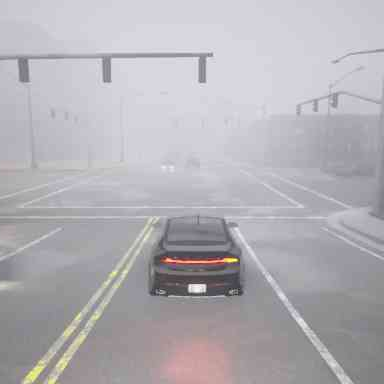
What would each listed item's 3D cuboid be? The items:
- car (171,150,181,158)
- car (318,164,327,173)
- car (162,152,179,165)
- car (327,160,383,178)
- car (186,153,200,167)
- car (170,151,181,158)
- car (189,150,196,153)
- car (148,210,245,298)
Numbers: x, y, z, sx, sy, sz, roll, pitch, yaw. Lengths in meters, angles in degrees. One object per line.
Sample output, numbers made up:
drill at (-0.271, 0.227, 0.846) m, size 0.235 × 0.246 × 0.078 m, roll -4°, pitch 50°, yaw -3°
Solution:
car at (-3.409, -8.060, 70.957) m, size 1.882 × 1.535 × 5.008 m, roll 0°, pitch 9°, yaw 0°
car at (16.321, -2.721, 36.246) m, size 4.902 × 1.511 × 2.128 m, roll 0°, pitch 9°, yaw 0°
car at (-3.532, -4.872, 50.648) m, size 2.033 × 1.411 × 5.357 m, roll 0°, pitch 9°, yaw 0°
car at (16.685, -2.135, 32.796) m, size 5.357 × 1.411 × 2.033 m, roll 0°, pitch 9°, yaw 2°
car at (0.136, -4.369, 47.090) m, size 1.837 × 1.490 × 4.892 m, roll 0°, pitch 9°, yaw 1°
car at (-3.490, -6.625, 60.779) m, size 2.097 × 1.767 × 4.553 m, roll 0°, pitch 9°, yaw 0°
car at (0.099, -8.921, 76.863) m, size 1.812 × 1.442 × 4.674 m, roll 0°, pitch 9°, yaw 0°
car at (0.082, 1.204, 7.984) m, size 1.837 × 1.490 × 4.892 m, roll 0°, pitch 4°, yaw 0°
